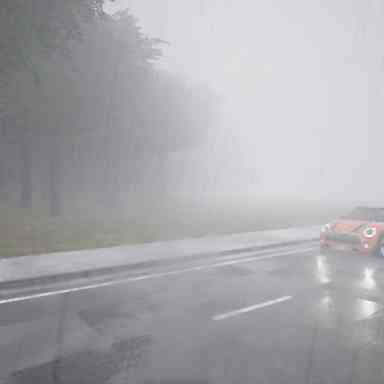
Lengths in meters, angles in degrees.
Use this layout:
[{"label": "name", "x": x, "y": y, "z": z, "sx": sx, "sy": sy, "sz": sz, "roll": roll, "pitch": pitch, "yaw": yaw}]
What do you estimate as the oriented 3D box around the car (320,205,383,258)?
[{"label": "car", "x": 6.870, "y": 1.294, "z": 12.576, "sx": 4.553, "sy": 1.767, "sz": 2.097, "roll": 0, "pitch": 0, "yaw": -35}]
